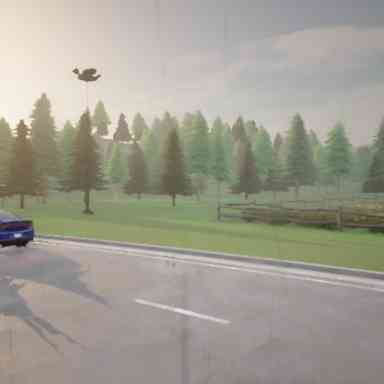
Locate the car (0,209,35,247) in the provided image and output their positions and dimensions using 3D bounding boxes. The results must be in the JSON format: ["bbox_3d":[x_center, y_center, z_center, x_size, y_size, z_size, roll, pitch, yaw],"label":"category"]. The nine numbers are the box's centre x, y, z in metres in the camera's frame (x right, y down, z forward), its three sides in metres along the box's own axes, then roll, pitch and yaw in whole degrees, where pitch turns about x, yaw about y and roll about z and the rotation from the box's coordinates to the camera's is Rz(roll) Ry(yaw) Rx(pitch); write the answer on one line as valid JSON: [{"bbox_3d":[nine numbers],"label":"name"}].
[{"bbox_3d":[-8.244,1.352,12.713,5.008,1.535,1.882,0,0,28],"label":"car"}]
